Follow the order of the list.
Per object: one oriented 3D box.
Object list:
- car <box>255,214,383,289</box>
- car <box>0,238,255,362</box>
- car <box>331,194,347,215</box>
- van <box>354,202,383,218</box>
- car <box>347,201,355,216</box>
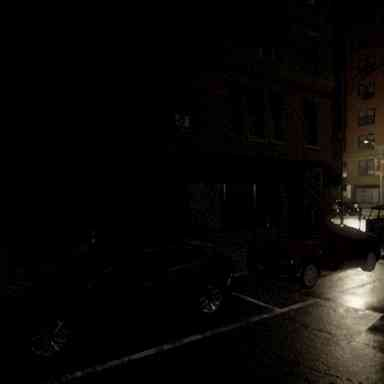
[{"bbox_3d":[3.449,1.542,9.187,4.507,1.381,1.887,0,0,-35],"label":"car"},{"bbox_3d":[-1.171,1.565,5.918,4.313,1.339,1.947,0,0,-35],"label":"car"},{"bbox_3d":[10.423,1.199,29.723,2.150,2.045,5.566,0,0,-36],"label":"car"},{"bbox_3d":[8.070,1.335,12.456,3.998,1.788,1.690,0,0,-35],"label":"van"},{"bbox_3d":[13.057,1.210,31.623,2.150,2.045,5.566,0,0,-36],"label":"car"}]
